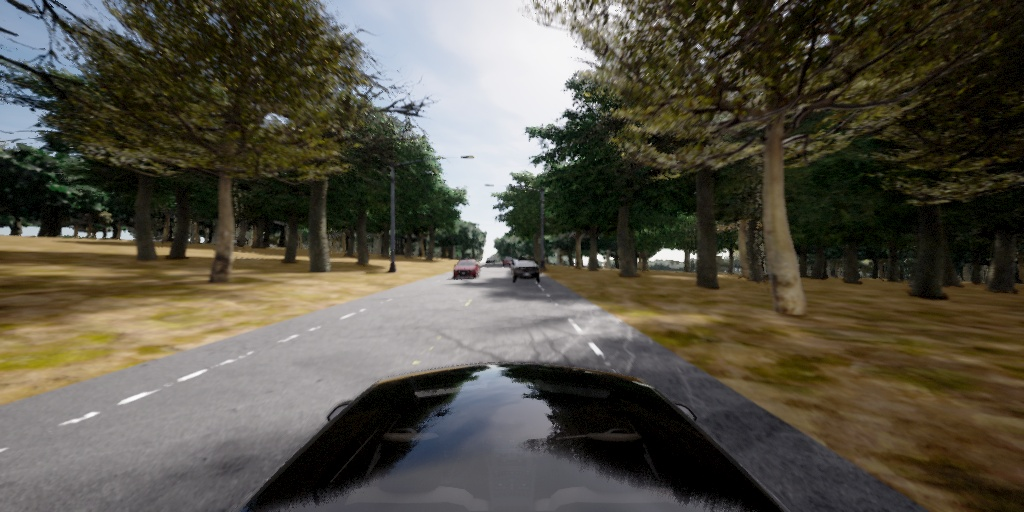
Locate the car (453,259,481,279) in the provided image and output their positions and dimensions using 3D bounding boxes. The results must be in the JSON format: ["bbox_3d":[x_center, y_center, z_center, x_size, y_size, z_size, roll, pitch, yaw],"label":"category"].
[{"bbox_3d":[-3.691,1.037,29.750,1.882,1.535,5.008,0,0,0],"label":"car"}]

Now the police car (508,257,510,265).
[{"bbox_3d":[0.866,0.951,36.408,1.930,1.638,5.238,-1,1,-1],"label":"police car"}]

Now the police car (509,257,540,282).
[{"bbox_3d":[0.970,0.997,26.395,1.930,1.638,5.238,0,0,0],"label":"police car"}]

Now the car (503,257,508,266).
[{"bbox_3d":[-0.559,0.889,62.913,2.097,1.767,4.553,0,0,-1],"label":"car"}]
